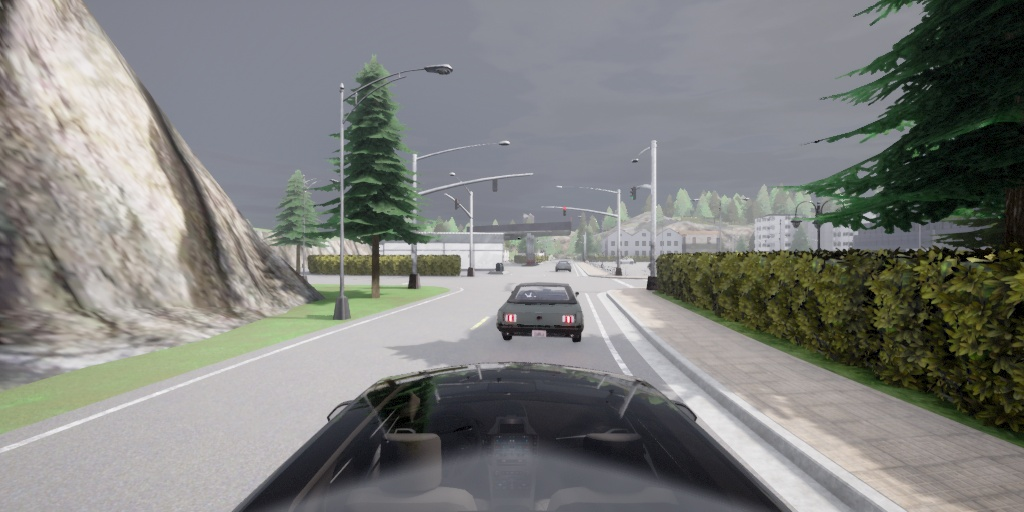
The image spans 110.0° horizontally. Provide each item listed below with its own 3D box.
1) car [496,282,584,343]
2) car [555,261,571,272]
[{"bbox_3d":[0.883,1.351,9.760,1.895,1.301,4.718,0,0,8],"label":"car"},{"bbox_3d":[6.568,1.314,45.827,1.994,1.385,4.181,0,0,9],"label":"car"}]
